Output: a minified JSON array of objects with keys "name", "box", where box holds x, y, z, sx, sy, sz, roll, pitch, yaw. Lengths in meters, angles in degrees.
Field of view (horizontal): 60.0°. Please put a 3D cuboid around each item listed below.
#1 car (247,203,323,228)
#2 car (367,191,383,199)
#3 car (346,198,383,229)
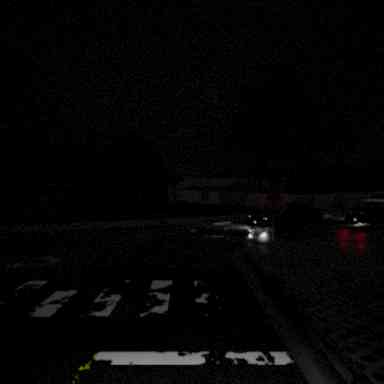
[{"name":"car","box":[6.194,1.440,21.777,5.357,1.411,2.033,-1,3,-30]},{"name":"car","box":[16.309,0.957,27.915,5.566,2.045,2.150,-1,3,-34]},{"name":"car","box":[12.207,1.454,21.842,4.902,1.511,2.128,-1,3,-30]}]
